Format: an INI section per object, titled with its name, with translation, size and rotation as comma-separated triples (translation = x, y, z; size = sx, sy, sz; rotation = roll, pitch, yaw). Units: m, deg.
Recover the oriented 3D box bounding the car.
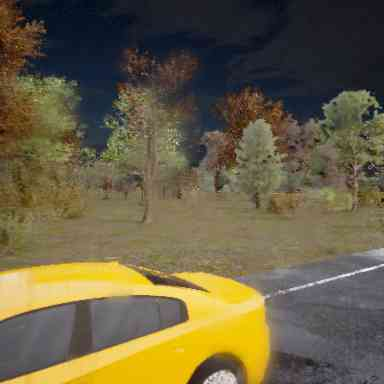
[car]
translation = -1.481, 1.478, 2.936
size = 5.008, 1.535, 1.882
rotation = 0, 0, -35
